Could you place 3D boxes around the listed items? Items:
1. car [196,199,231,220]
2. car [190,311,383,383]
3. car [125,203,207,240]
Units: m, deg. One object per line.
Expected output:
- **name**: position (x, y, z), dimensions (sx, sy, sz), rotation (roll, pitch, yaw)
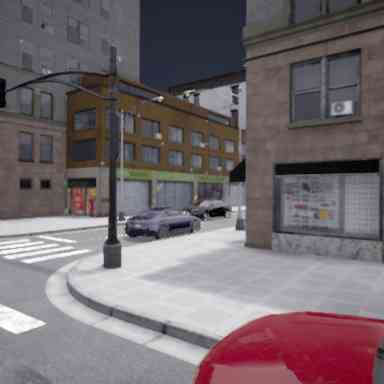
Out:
- **car**: position (1.182, 1.304, 25.425), dimensions (1.882, 1.535, 5.008), rotation (0, 1, 36)
- **car**: position (2.188, 1.321, 1.244), dimensions (5.009, 1.841, 2.192), rotation (0, 0, 36)
- **car**: position (-1.324, 1.447, 16.428), dimensions (1.994, 1.385, 4.181), rotation (0, 0, 33)
